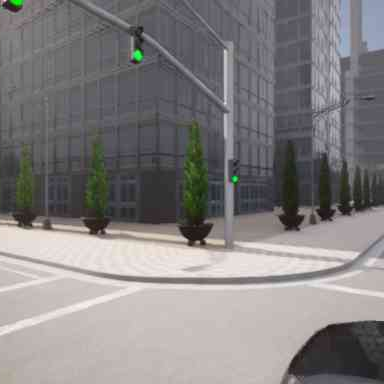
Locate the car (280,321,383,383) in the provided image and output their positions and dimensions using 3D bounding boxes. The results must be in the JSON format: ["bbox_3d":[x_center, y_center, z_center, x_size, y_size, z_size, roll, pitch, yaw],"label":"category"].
[{"bbox_3d":[2.668,1.564,2.088,4.181,1.385,1.994,0,0,35],"label":"car"}]
